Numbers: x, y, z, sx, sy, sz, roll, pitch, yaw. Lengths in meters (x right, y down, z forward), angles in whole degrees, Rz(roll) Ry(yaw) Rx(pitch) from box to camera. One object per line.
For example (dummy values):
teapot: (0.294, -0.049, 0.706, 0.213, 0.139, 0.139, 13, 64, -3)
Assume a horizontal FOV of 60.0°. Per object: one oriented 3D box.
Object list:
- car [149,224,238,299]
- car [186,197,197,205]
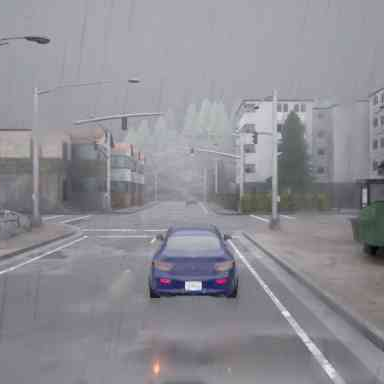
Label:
car: (0.037, 1.526, 8.318, 1.812, 1.442, 4.674, 0, 0, 0)
car: (-0.051, 1.547, 58.446, 2.033, 1.411, 5.357, 0, 0, 0)
